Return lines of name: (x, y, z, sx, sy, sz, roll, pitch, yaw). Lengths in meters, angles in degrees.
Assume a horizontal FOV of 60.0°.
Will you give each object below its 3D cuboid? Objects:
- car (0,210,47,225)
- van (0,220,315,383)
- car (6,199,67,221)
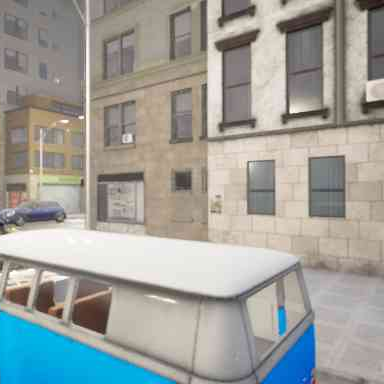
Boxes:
car: (-5.345, 1.361, 6.546, 5.009, 1.841, 2.192, 0, 0, 35)
van: (-0.829, 1.355, 3.386, 3.998, 1.788, 1.690, 0, 0, 35)
car: (-11.425, 1.418, 23.800, 2.097, 1.767, 4.553, 0, 0, 35)
